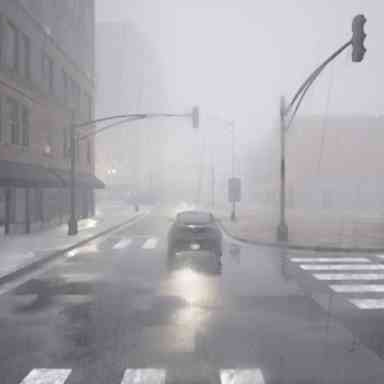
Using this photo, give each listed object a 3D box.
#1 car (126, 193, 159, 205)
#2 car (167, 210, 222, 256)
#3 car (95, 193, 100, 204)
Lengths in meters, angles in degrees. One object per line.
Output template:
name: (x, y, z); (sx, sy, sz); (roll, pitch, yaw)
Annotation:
car: (-8.419, 1.151, 56.504); (5.566, 2.045, 2.150); (0, 0, 9)
car: (0.098, 1.476, 12.942); (1.837, 1.490, 4.892); (0, 0, 0)
car: (-19.000, 1.203, 58.230); (5.566, 2.045, 2.150); (0, 0, 9)
